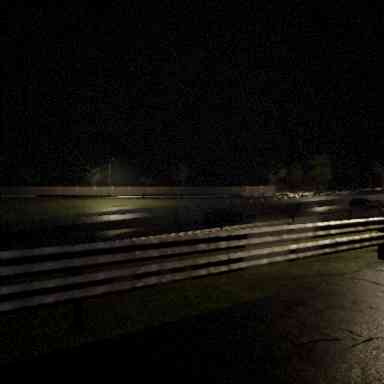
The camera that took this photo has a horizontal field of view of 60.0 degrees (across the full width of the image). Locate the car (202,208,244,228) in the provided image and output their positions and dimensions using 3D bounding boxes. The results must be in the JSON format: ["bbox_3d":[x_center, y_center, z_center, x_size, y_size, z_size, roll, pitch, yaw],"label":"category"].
[{"bbox_3d":[4.069,3.572,45.372,5.566,2.045,2.150,-4,2,-27],"label":"car"}]

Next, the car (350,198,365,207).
[{"bbox_3d":[32.555,1.866,64.016,4.553,1.767,2.097,-4,2,-27],"label":"car"}]

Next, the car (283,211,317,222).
[{"bbox_3d":[15.409,3.373,47.290,5.357,1.411,2.033,-4,2,-27],"label":"car"}]

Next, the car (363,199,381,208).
[{"bbox_3d":[34.221,2.128,60.939,4.718,1.301,1.895,-4,2,-27],"label":"car"}]

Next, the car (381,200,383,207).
[{"bbox_3d":[35.811,2.045,57.820,4.902,1.511,2.128,-4,2,-27],"label":"car"}]

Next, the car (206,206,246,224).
[{"bbox_3d":[5.123,3.397,49.855,5.566,2.045,2.150,-4,2,-27],"label":"car"}]
